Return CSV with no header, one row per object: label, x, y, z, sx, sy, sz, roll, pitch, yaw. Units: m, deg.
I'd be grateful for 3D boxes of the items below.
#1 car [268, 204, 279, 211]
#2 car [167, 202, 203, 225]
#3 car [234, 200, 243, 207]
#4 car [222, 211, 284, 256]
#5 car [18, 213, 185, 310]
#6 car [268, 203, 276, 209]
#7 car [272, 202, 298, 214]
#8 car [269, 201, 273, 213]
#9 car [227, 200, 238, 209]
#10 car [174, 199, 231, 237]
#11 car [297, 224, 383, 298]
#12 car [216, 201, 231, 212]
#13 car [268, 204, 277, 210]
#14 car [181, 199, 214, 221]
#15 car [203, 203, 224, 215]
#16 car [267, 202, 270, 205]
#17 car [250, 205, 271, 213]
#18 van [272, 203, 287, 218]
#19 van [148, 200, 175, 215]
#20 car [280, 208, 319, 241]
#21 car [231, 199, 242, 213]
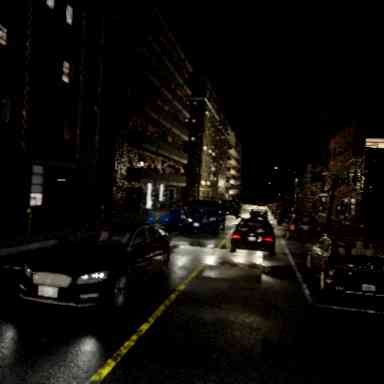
car,17.689,3.336,72.394,2.008,1.369,4.403,2,-1,12
car,-0.474,1.659,27.041,1.967,1.590,4.097,2,-1,12
car,11.817,2.959,84.999,1.967,1.590,4.097,2,-1,12
car,2.784,1.861,14.978,2.033,1.411,5.357,3,-1,12
car,-1.871,1.447,7.929,2.128,1.511,4.902,3,-1,12
car,19.970,3.583,83.307,1.947,1.339,4.313,2,-1,12
car,8.832,2.152,30.578,2.192,1.841,5.009,2,-1,12
car,11.074,2.391,41.154,2.192,1.841,5.009,2,-1,12
car,8.497,2.610,69.347,1.967,1.590,4.097,2,-1,12
car,0.826,1.464,20.560,2.150,2.045,5.566,3,-1,12
car,4.336,1.911,9.421,2.008,1.369,4.403,2,-1,12
car,5.133,2.255,53.482,1.967,1.590,4.097,2,-1,12
car,18.813,3.462,77.850,1.947,1.339,4.313,2,-1,12
car,0.653,1.654,32.331,2.192,1.841,5.009,2,-1,12
car,2.885,2.128,42.904,2.008,1.369,4.403,2,-1,12
car,13.317,2.629,51.731,2.192,1.841,5.009,2,-1,12
car,7.039,2.367,35.063,1.895,1.301,4.718,3,-1,12
van,12.195,2.536,46.442,1.690,1.788,3.998,2,-1,12
van,-1.591,1.441,21.754,1.690,1.788,3.998,2,-1,12
car,6.583,2.039,19.999,1.967,1.590,4.097,2,-1,12
car,4.178,1.819,36.132,2.150,2.045,5.566,3,-1,13
